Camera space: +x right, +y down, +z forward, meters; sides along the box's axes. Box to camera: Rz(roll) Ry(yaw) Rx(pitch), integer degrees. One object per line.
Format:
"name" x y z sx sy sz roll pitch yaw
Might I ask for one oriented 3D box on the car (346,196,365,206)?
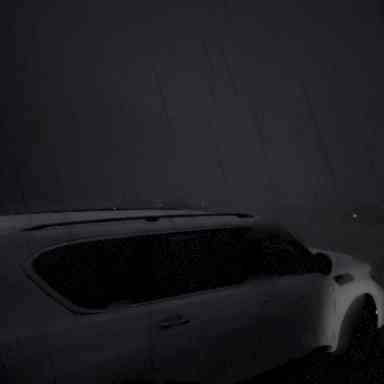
"car" 26.479 1.375 53.700 1.812 1.442 4.674 0 0 39

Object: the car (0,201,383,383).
"car" 0.075 1.217 3.926 5.566 2.045 2.150 0 0 -37

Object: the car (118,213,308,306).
"car" 0.769 1.466 8.817 5.008 1.535 1.882 0 0 -37

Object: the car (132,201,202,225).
"car" -1.783 1.470 24.930 4.902 1.511 2.128 0 0 -40

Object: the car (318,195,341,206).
"car" 22.705 1.353 54.640 2.128 1.511 4.902 0 0 40

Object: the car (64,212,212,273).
"car" -1.684 1.519 11.350 4.674 1.442 1.812 0 0 -37

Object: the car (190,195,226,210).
"car" 2.120 1.297 42.532 4.553 1.767 2.097 0 0 -44
